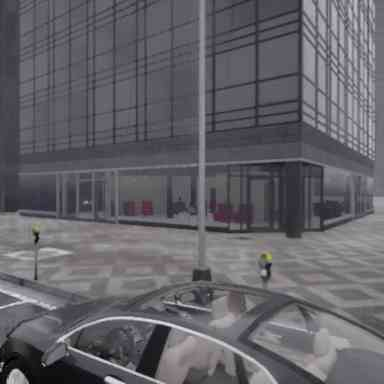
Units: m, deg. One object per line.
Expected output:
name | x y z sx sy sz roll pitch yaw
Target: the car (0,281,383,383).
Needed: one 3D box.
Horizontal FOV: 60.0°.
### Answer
car | -0.071 1.548 3.013 4.403 1.369 2.008 0 0 36
